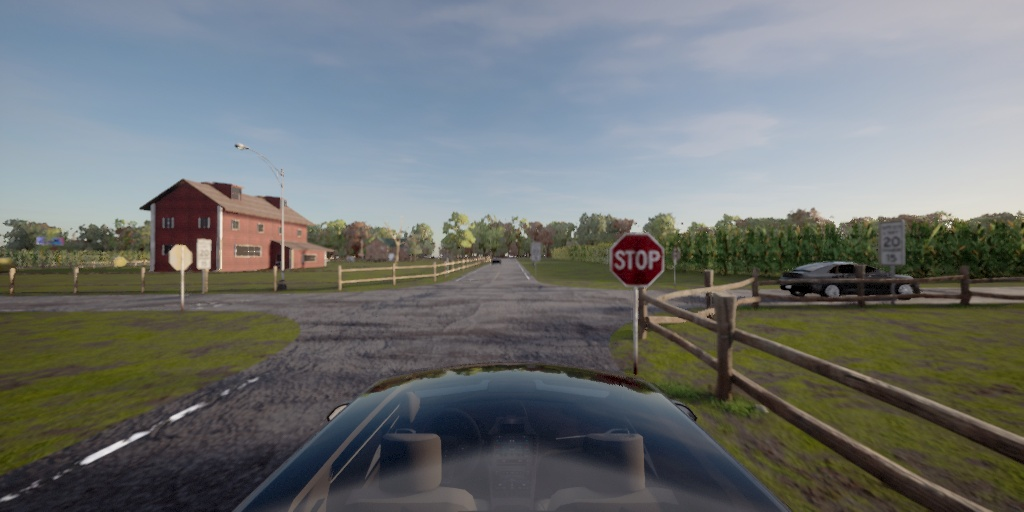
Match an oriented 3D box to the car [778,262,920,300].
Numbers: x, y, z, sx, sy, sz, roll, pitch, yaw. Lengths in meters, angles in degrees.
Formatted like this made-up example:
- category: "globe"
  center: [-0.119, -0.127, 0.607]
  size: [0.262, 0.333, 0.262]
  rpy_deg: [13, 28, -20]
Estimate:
- category: "car"
  center: [13.886, 1.011, 14.901]
  size: [4.892, 1.490, 1.837]
  rpy_deg: [-1, -1, 0]
